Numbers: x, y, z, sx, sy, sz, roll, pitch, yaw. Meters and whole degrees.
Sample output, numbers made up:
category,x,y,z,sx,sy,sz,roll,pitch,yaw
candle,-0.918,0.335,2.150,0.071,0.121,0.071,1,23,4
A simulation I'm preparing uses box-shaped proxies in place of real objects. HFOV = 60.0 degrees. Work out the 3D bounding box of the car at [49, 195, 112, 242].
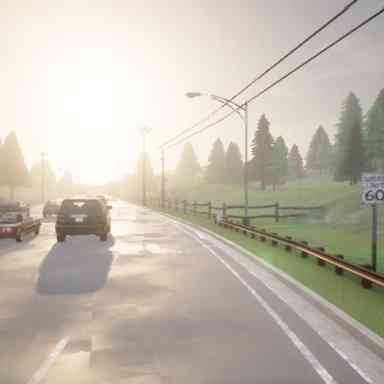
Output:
category,x,y,z,sx,sy,sz,roll,pitch,yaw
car,-5.260,1.258,16.617,2.150,2.045,5.566,0,0,-11

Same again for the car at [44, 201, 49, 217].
category,x,y,z,sx,sy,sz,roll,pitch,yaw
car,-12.555,1.496,30.827,2.128,1.511,4.902,0,0,-16

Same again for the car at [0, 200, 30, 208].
category,x,y,z,sx,sy,sz,roll,pitch,yaw
car,-15.925,1.517,29.883,1.837,1.490,4.892,0,0,-16

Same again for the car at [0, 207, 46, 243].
category,x,y,z,sx,sy,sz,roll,pitch,yaw
car,-8.694,1.617,15.941,1.895,1.301,4.718,0,0,-11

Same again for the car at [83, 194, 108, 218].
category,x,y,z,sx,sy,sz,roll,pitch,yaw
car,-9.193,1.258,31.800,2.150,2.045,5.566,0,0,-16
